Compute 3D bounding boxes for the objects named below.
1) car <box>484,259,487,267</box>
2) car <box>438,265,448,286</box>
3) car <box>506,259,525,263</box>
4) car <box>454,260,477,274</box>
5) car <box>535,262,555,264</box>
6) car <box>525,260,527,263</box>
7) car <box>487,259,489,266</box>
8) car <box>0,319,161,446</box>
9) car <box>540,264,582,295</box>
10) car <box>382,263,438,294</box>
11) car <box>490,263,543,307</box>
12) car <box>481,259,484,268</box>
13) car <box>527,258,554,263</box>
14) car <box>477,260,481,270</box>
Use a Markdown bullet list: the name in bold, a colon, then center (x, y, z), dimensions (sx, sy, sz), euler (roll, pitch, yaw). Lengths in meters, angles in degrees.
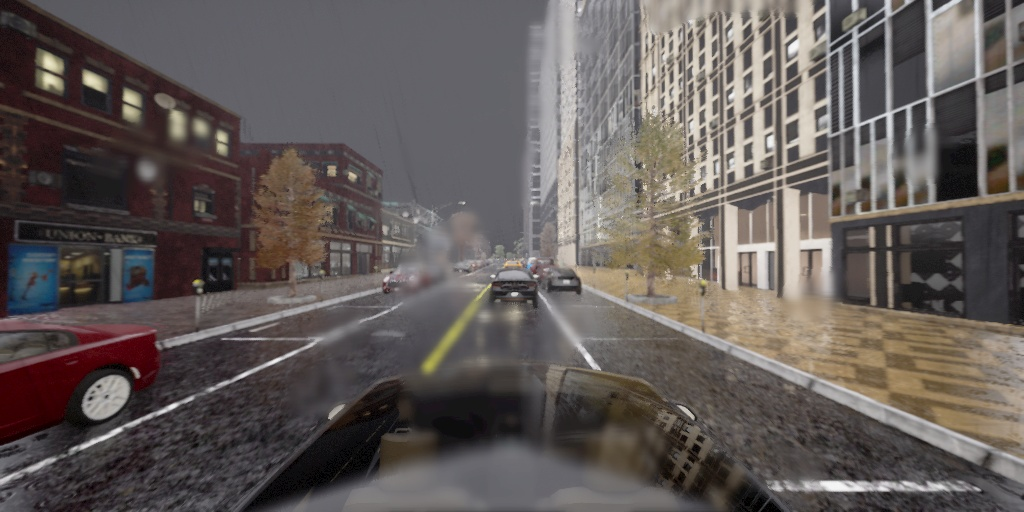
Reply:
- **car**: center (-5.687, 1.355, 59.446), dimensions (1.802, 1.307, 4.207), euler (0, 0, 0)
- **car**: center (-5.688, 1.324, 25.582), dimensions (1.948, 1.339, 4.313), euler (0, 0, 0)
- **car**: center (0.104, 1.240, 37.223), dimensions (1.882, 1.535, 5.008), euler (0, 0, 0)
- **car**: center (-5.688, 1.331, 42.514), dimensions (1.948, 1.339, 4.313), euler (0, 0, 0)
- **car**: center (2.696, 1.341, 25.526), dimensions (1.802, 1.307, 4.207), euler (0, 0, 0)
- **car**: center (2.676, 1.313, 36.814), dimensions (2.007, 1.370, 4.403), euler (0, 0, 0)
- **car**: center (-5.687, 1.321, 65.090), dimensions (1.888, 1.381, 4.507), euler (0, 0, 0)
- **car**: center (-5.689, 1.296, 3.006), dimensions (1.888, 1.381, 4.507), euler (0, 0, 0)
- **car**: center (2.692, 1.322, 19.882), dimensions (1.948, 1.339, 4.313), euler (0, 0, 0)
- **car**: center (-5.688, 1.196, 19.938), dimensions (1.967, 1.591, 4.097), euler (0, 0, 0)
- **car**: center (0.102, 1.232, 15.419), dimensions (1.882, 1.535, 5.008), euler (0, 0, 0)
- **car**: center (-5.688, 1.295, 53.632), dimensions (1.751, 1.417, 4.829), euler (0, 0, 0)
- **car**: center (2.701, 1.075, 31.170), dimensions (2.192, 1.841, 5.009), euler (0, 0, 0)
- **car**: center (-5.688, 1.207, 48.158), dimensions (1.967, 1.591, 4.097), euler (0, 0, 0)
